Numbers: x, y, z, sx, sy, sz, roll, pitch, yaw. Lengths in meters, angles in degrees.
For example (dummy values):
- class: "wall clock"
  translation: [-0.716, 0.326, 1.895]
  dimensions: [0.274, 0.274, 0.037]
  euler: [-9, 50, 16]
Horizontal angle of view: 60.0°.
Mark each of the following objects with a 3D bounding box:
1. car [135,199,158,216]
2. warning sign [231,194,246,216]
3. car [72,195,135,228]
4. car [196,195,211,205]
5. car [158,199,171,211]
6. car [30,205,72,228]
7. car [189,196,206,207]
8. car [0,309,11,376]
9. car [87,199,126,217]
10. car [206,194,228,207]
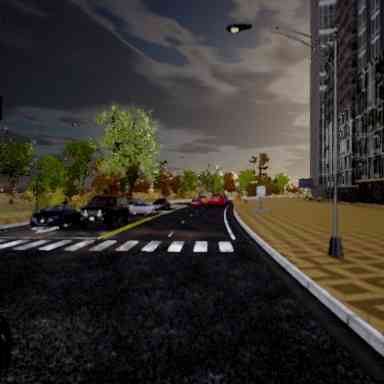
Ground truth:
- class: "car"
  translation: [-5.014, 1.636, 32.509]
  dimensions: [1.895, 1.301, 4.718]
  euler: [0, 0, 5]
- class: "warning sign"
  translation: [4.183, 1.157, 29.841]
  dimensions: [1.300, 1.860, 1.060]
  euler: [0, 0, 5]
- class: "car"
  translation: [-5.791, 1.243, 22.622]
  dimensions: [2.150, 2.045, 5.566]
  euler: [0, 0, 4]
- class: "car"
  translation: [2.242, 1.438, 62.098]
  dimensions: [2.097, 1.767, 4.553]
  euler: [0, 0, 10]
- class: "car"
  translation: [-3.907, 1.576, 42.780]
  dimensions: [1.812, 1.442, 4.674]
  euler: [0, 0, 7]
- class: "car"
  translation: [-9.053, 1.581, 22.401]
  dimensions: [1.994, 1.385, 4.181]
  euler: [0, 0, 4]
- class: "car"
  translation: [0.817, 1.634, 52.691]
  dimensions: [1.994, 1.385, 4.181]
  euler: [0, 0, 9]
- class: "car"
  translation: [-3.094, 1.505, 2.041]
  dimensions: [1.837, 1.490, 4.892]
  euler: [0, 0, 0]
- class: "car"
  translation: [-8.258, 1.523, 32.695]
  dimensions: [2.128, 1.511, 4.902]
  euler: [0, 0, 6]
- class: "car"
  translation: [3.994, 1.295, 51.751]
  dimensions: [2.150, 2.045, 5.566]
  euler: [0, 0, 9]
